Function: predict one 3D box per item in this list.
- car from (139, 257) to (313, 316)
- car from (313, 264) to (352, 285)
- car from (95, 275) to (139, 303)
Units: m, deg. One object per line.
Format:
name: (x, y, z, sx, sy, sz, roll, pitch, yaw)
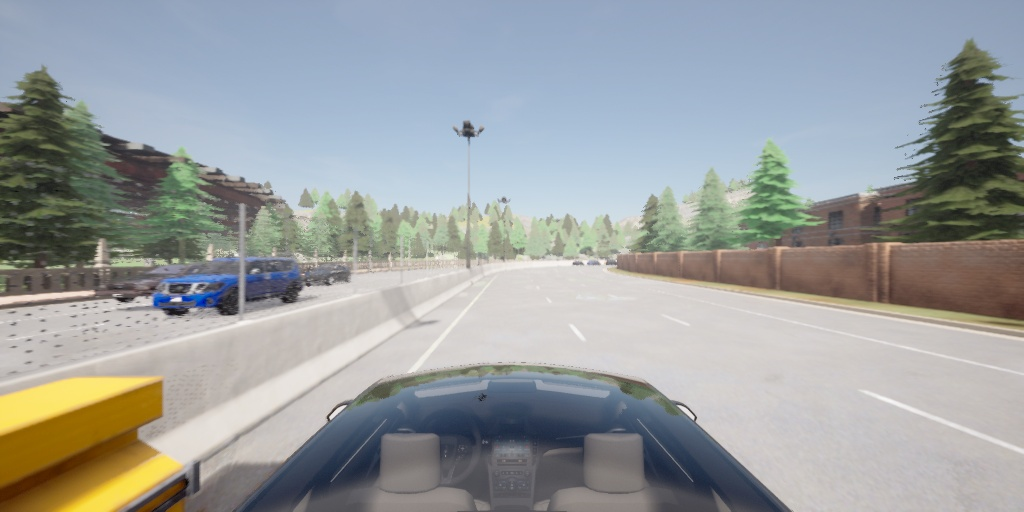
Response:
car: (-10.586, 1.045, 14.075, 2.150, 2.045, 5.566, 0, -1, 0)
car: (-14.012, 1.411, 27.524, 1.837, 1.490, 4.892, 0, 0, 0)
car: (-14.007, 1.023, 15.396, 2.033, 1.411, 5.357, 0, 0, 0)
